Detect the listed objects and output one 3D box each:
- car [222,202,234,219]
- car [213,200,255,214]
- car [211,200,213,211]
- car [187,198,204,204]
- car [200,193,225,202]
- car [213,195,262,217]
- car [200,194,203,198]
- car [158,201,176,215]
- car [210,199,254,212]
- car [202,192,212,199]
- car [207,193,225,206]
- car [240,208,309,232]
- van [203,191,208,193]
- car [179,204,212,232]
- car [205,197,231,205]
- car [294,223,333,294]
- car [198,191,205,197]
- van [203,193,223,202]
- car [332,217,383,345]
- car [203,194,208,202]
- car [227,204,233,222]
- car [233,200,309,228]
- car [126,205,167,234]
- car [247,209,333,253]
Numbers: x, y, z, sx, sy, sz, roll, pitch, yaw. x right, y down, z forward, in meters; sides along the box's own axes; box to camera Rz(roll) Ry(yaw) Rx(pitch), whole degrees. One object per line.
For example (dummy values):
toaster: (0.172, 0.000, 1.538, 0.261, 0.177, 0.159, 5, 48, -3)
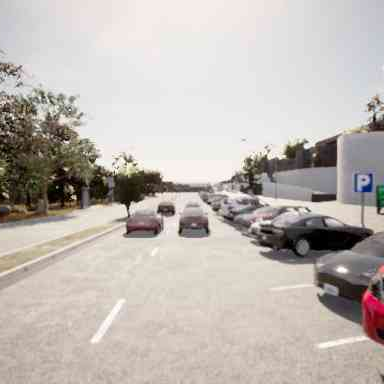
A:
car: (5.109, 1.766, 25.554, 4.792, 1.488, 2.163, 1, -1, -20)
car: (5.096, 1.801, 40.555, 4.674, 1.452, 2.002, 1, 0, -20)
car: (4.915, 1.756, 31.481, 5.366, 1.575, 1.946, 1, 0, -20)
car: (0.120, 1.804, 37.730, 1.812, 1.442, 4.674, 0, 0, 0)
car: (5.143, 1.318, 82.486, 5.566, 2.045, 2.435, 1, 0, -20)
car: (5.114, 1.501, 28.554, 5.566, 2.045, 2.435, 1, 0, -20)
car: (5.103, 1.614, 73.522, 4.892, 1.521, 2.231, 1, 0, -20)
car: (-2.880, 1.755, 38.214, 1.882, 1.535, 5.008, 0, 0, 0)
car: (5.265, 1.752, 43.628, 5.366, 1.575, 1.946, 1, 0, -20)
car: (5.078, 1.515, 67.547, 4.553, 1.767, 2.185, 1, 0, -20)
car: (5.068, 1.518, 37.535, 5.566, 2.045, 2.435, 1, 0, -20)
car: (5.081, 1.704, 16.529, 4.674, 1.452, 2.002, 1, 0, -20)
van: (5.219, 1.403, 70.582, 4.442, 1.987, 1.878, 1, 0, -20)
car: (0.111, 1.748, 21.485, 1.812, 1.442, 4.674, 0, -1, 0)
car: (5.100, 1.696, 64.576, 4.674, 1.452, 2.002, 1, 0, -20)
car: (5.048, 1.594, 7.513, 4.792, 1.488, 2.163, 1, 0, -20)
car: (5.089, 1.347, 76.490, 5.566, 2.045, 2.435, 1, 1, -20)
van: (5.007, 1.357, 79.443, 4.442, 1.987, 1.878, 1, 1, -20)
car: (5.052, 1.282, 4.512, 5.566, 2.045, 2.435, 1, 0, -20)
car: (5.077, 1.699, 61.557, 4.792, 1.488, 2.163, 1, 1, -20)
car: (5.085, 1.760, 22.529, 4.674, 1.452, 2.002, 1, 0, -20)
car: (5.113, 1.567, 19.541, 4.553, 1.767, 2.185, 1, 0, -20)
car: (-2.889, 1.783, 21.008, 1.994, 1.385, 4.181, 0, -1, 0)
car: (5.070, 1.632, 13.529, 5.008, 1.535, 2.097, 1, -1, -20)
